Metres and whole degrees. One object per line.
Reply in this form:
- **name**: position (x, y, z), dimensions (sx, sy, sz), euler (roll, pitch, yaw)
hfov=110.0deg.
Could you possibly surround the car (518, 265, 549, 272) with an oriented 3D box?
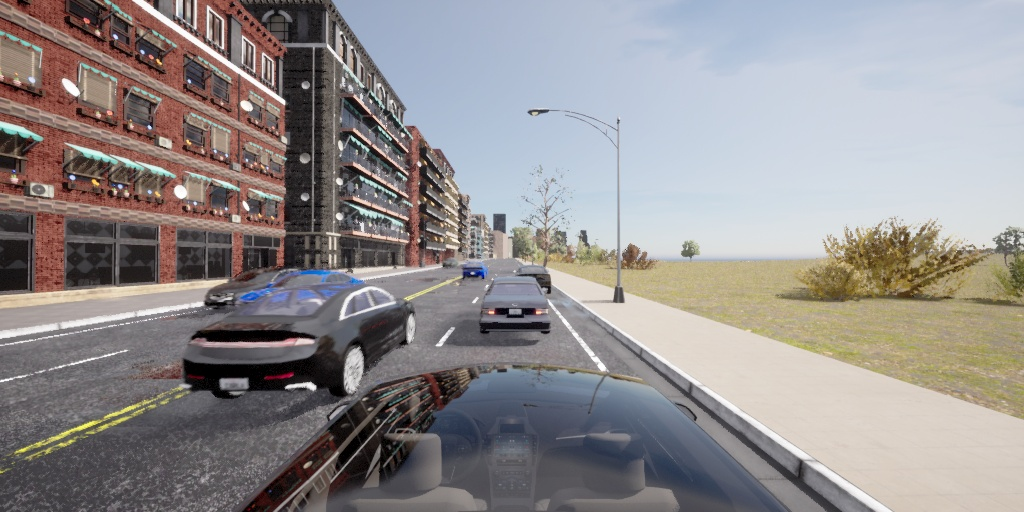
- **car**: position (1.112, 1.230, 20.371), dimensions (1.882, 1.535, 5.008), euler (0, 0, 0)

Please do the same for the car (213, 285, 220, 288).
- **car**: position (-9.868, 1.256, 14.568), dimensions (1.837, 1.490, 4.892), euler (0, 0, 0)

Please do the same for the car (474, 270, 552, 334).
- **car**: position (0.091, 1.299, 10.607), dimensions (2.033, 1.411, 5.357), euler (0, 0, 0)

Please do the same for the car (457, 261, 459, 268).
- **car**: position (-6.662, 1.351, 53.993), dimensions (1.895, 1.301, 4.718), euler (0, 0, 0)

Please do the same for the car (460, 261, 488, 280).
- **car**: position (-3.189, 1.230, 31.665), dimensions (1.882, 1.535, 5.008), euler (0, 0, 0)

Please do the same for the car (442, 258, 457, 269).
- **car**: position (-9.906, 1.101, 57.835), dimensions (2.097, 1.767, 4.553), euler (0, 0, 0)

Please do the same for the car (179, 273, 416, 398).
- **car**: position (-3.159, 1.242, 6.496), dimensions (2.128, 1.511, 4.902), euler (0, 0, 0)

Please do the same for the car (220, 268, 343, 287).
- **car**: position (-6.613, 1.229, 11.847), dimensions (1.882, 1.535, 5.008), euler (0, 0, 0)
